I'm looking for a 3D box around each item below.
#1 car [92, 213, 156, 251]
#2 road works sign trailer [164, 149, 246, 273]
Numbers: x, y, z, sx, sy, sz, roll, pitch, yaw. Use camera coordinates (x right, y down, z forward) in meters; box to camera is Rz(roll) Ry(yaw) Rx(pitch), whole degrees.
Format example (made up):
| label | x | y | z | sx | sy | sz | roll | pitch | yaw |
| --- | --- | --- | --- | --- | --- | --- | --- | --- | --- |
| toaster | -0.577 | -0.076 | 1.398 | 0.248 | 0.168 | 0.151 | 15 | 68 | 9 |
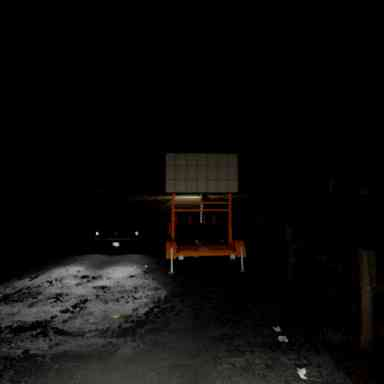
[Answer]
| label | x | y | z | sx | sy | sz | roll | pitch | yaw |
| --- | --- | --- | --- | --- | --- | --- | --- | --- | --- |
| car | -2.728 | 1.588 | 14.235 | 1.895 | 1.301 | 4.718 | 0 | 0 | 0 |
| road works sign trailer | 0.292 | 0.456 | 10.673 | 2.380 | 3.560 | 2.880 | 0 | 0 | -6 |
